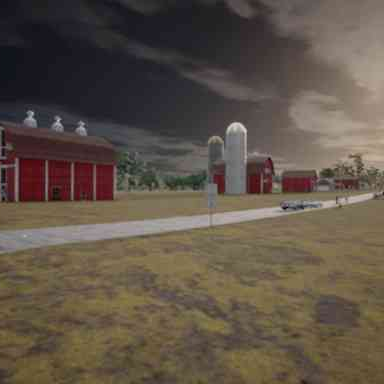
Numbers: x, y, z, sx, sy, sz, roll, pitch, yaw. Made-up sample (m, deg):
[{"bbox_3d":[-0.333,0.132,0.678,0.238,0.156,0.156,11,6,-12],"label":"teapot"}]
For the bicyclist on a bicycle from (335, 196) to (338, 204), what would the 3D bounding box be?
[{"bbox_3d":[27.211,1.536,62.467,0.582,1.620,1.656,1,1,35],"label":"bicyclist on a bicycle"}]

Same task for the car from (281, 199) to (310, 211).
[{"bbox_3d":[13.614,1.726,44.561,2.033,1.411,5.357,1,1,36],"label":"car"}]

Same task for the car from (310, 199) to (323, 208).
[{"bbox_3d":[19.154,1.743,52.443,1.895,1.301,4.718,1,1,35],"label":"car"}]

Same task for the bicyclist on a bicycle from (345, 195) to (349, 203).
[{"bbox_3d":[32.422,1.425,69.798,0.866,1.612,1.509,1,1,35],"label":"bicyclist on a bicycle"}]
